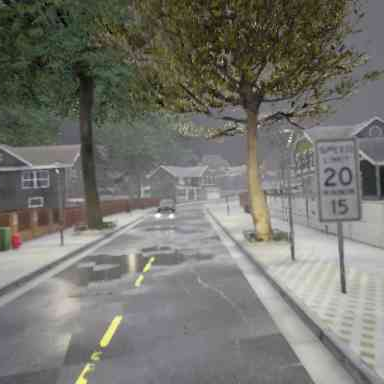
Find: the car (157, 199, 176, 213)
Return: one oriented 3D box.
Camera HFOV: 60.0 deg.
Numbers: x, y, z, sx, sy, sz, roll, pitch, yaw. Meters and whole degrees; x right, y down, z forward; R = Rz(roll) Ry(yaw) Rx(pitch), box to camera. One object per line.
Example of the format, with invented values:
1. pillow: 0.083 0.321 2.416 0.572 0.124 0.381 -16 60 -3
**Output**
1. car: -2.915 1.592 39.119 1.837 1.490 4.892 -3 0 2
